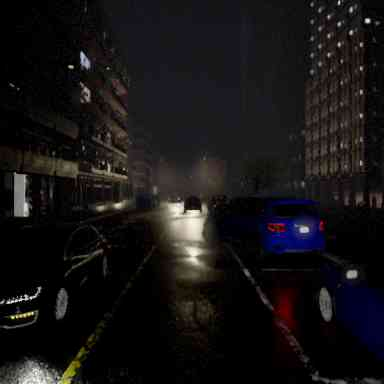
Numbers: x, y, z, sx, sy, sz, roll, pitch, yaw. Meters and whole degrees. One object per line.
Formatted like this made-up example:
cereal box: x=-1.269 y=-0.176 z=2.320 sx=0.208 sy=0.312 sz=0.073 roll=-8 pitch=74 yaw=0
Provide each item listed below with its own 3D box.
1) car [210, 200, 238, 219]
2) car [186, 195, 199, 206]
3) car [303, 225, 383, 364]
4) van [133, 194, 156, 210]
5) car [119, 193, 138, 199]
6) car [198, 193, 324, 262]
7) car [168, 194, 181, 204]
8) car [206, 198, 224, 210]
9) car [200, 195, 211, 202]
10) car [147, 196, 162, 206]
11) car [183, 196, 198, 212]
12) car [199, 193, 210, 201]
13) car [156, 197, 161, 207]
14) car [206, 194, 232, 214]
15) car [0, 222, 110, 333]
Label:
car: x=2.695 y=1.434 z=28.851 sx=2.008 sy=1.369 sz=4.403 roll=0 pitch=0 yaw=0
car: x=0.074 y=1.314 z=50.567 sx=1.837 sy=1.490 sz=4.892 roll=0 pitch=1 yaw=0
car: x=3.140 y=1.460 z=3.928 sx=1.882 sy=1.535 sz=5.008 roll=0 pitch=0 yaw=0
van: x=-5.686 y=1.184 z=39.896 sx=1.690 sy=1.788 sz=3.998 roll=0 pitch=0 yaw=0
car: x=-16.421 y=1.045 z=86.016 sx=4.403 sy=1.369 sz=2.008 roll=1 pitch=-1 yaw=-1
car: x=2.348 y=1.172 z=12.205 sx=2.150 sy=2.045 sz=5.566 roll=0 pitch=0 yaw=-20
car: x=-3.016 y=1.137 z=57.457 sx=2.097 sy=1.767 sz=4.553 roll=0 pitch=0 yaw=0
car: x=2.695 y=1.409 z=39.896 sx=1.947 sy=1.339 sz=4.313 roll=0 pitch=0 yaw=0
car: x=2.696 y=1.322 z=67.511 sx=1.947 sy=1.339 sz=4.313 roll=0 pitch=0 yaw=0
car: x=-5.686 y=1.371 z=50.943 sx=1.947 sy=1.339 sz=4.313 roll=0 pitch=0 yaw=0
car: x=0.086 y=1.335 z=35.749 sx=1.882 sy=1.535 sz=5.008 roll=0 pitch=0 yaw=0
car: x=2.697 y=1.055 z=73.033 sx=2.192 sy=1.841 sz=5.009 roll=0 pitch=0 yaw=0
car: x=-5.686 y=1.349 z=45.250 sx=1.752 sy=1.417 sz=4.829 roll=0 pitch=0 yaw=0
car: x=2.695 y=1.178 z=34.374 sx=2.192 sy=1.841 sz=5.009 roll=0 pitch=0 yaw=0
car: x=-3.099 y=1.474 z=7.072 sx=1.837 sy=1.490 sz=4.892 roll=0 pitch=0 yaw=0
